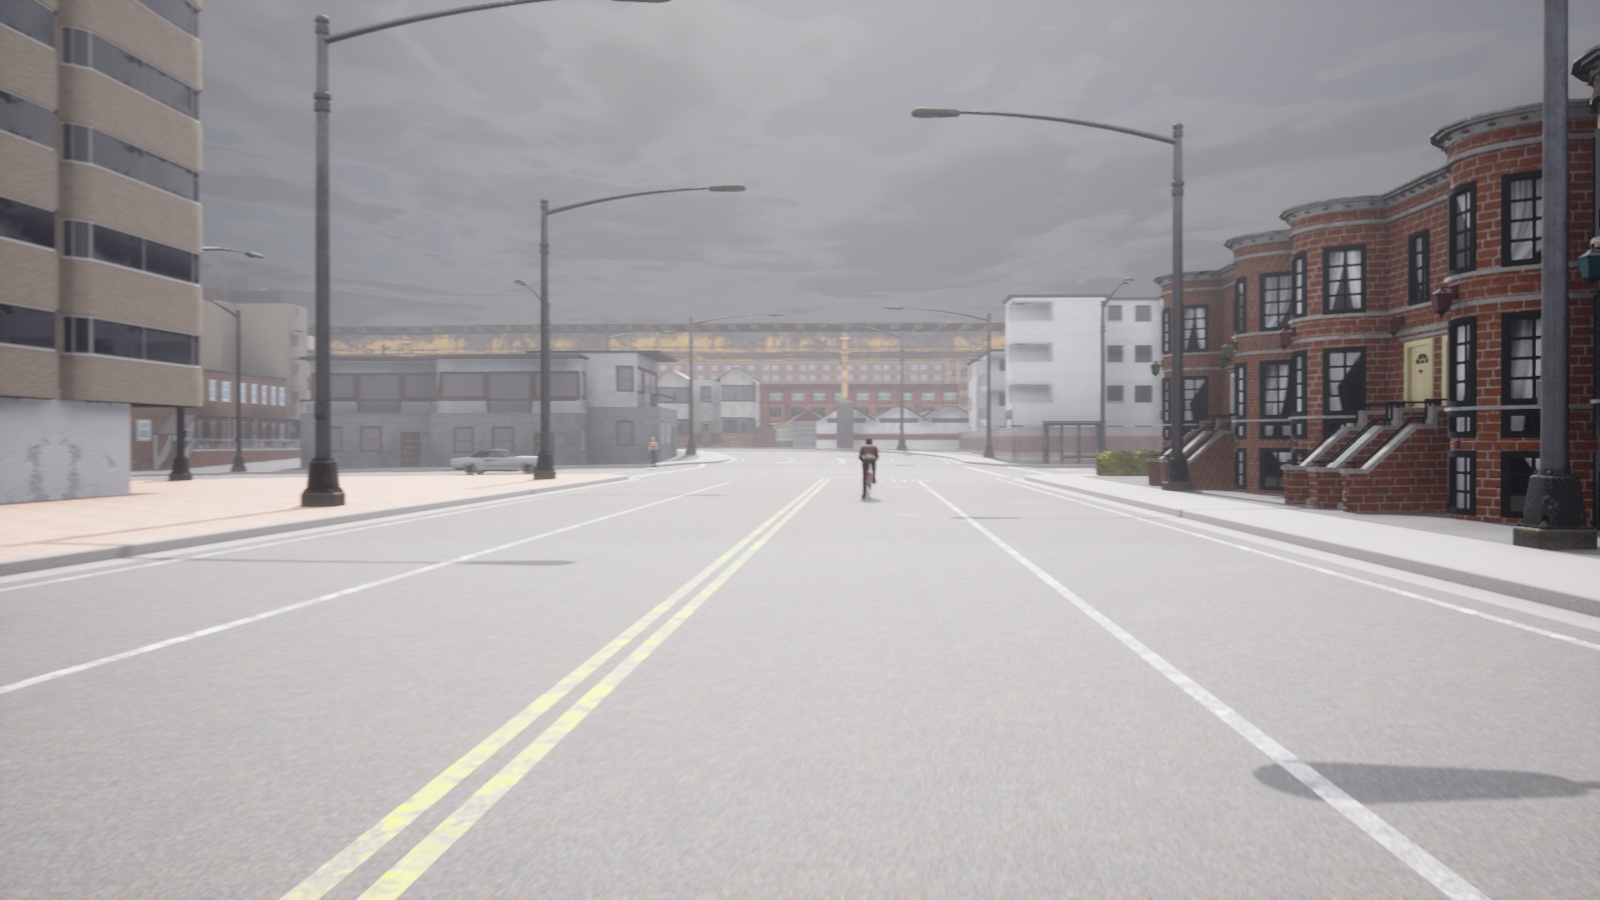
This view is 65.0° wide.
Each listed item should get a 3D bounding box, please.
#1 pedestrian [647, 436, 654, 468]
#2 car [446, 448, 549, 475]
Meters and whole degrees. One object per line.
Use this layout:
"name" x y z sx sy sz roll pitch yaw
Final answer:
"pedestrian" -8.687 0.107 72.949 0.345 1.836 0.594 0 0 -2
"car" -15.303 0.575 63.612 4.718 1.301 1.895 -1 0 2
